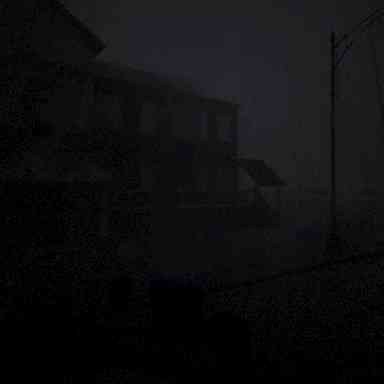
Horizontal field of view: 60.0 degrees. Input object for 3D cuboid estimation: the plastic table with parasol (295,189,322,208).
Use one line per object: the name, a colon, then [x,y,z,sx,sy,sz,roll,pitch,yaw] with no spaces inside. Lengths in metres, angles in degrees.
plastic table with parasol: [15.682,0.833,44.889,2.482,2.480,2.482,0,0,-35]
